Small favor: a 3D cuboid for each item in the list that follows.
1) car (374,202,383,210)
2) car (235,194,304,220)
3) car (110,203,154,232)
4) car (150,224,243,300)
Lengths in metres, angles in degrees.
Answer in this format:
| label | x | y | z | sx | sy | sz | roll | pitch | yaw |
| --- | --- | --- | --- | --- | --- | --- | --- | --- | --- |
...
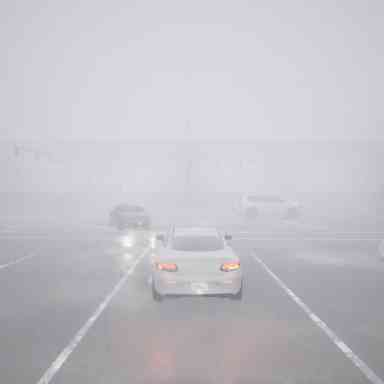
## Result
| label | x | y | z | sx | sy | sz | roll | pitch | yaw |
| --- | --- | --- | --- | --- | --- | --- | --- | --- | --- |
| car | 23.300 | 1.397 | 37.886 | 4.674 | 1.442 | 1.812 | -1 | 0 | 2 |
| car | 6.374 | 1.197 | 27.641 | 5.566 | 2.045 | 2.150 | 0 | 0 | 2 |
| car | -3.780 | 1.492 | 20.399 | 1.837 | 1.490 | 4.892 | 5 | -2 | -24 |
| car | 0.073 | 1.527 | 8.251 | 1.812 | 1.442 | 4.674 | 0 | 0 | -1 |
